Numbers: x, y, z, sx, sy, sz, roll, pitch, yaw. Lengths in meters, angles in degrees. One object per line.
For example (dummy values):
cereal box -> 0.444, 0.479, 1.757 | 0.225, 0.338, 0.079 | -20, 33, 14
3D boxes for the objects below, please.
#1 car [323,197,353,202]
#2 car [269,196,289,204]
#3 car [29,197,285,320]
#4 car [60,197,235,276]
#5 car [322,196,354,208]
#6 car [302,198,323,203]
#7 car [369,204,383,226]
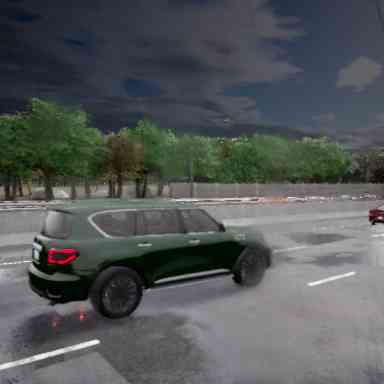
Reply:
car -> 17.167, 1.529, 37.566 | 4.181, 1.385, 1.994 | 0, 0, -35
car -> 11.391, 1.326, 46.334 | 4.553, 1.767, 2.097 | 0, 0, -35
car -> -0.628, 1.224, 7.594 | 5.566, 2.045, 2.150 | 0, 0, -35
car -> -1.324, 1.225, 11.396 | 5.566, 2.045, 2.150 | 0, 0, -35
car -> 21.592, 1.443, 49.186 | 4.902, 1.511, 2.128 | 0, 0, -35
car -> 15.102, 1.459, 40.393 | 4.902, 1.511, 2.128 | 0, 0, -35
car -> 13.688, 1.451, 22.043 | 5.008, 1.535, 1.882 | 0, 0, -35
